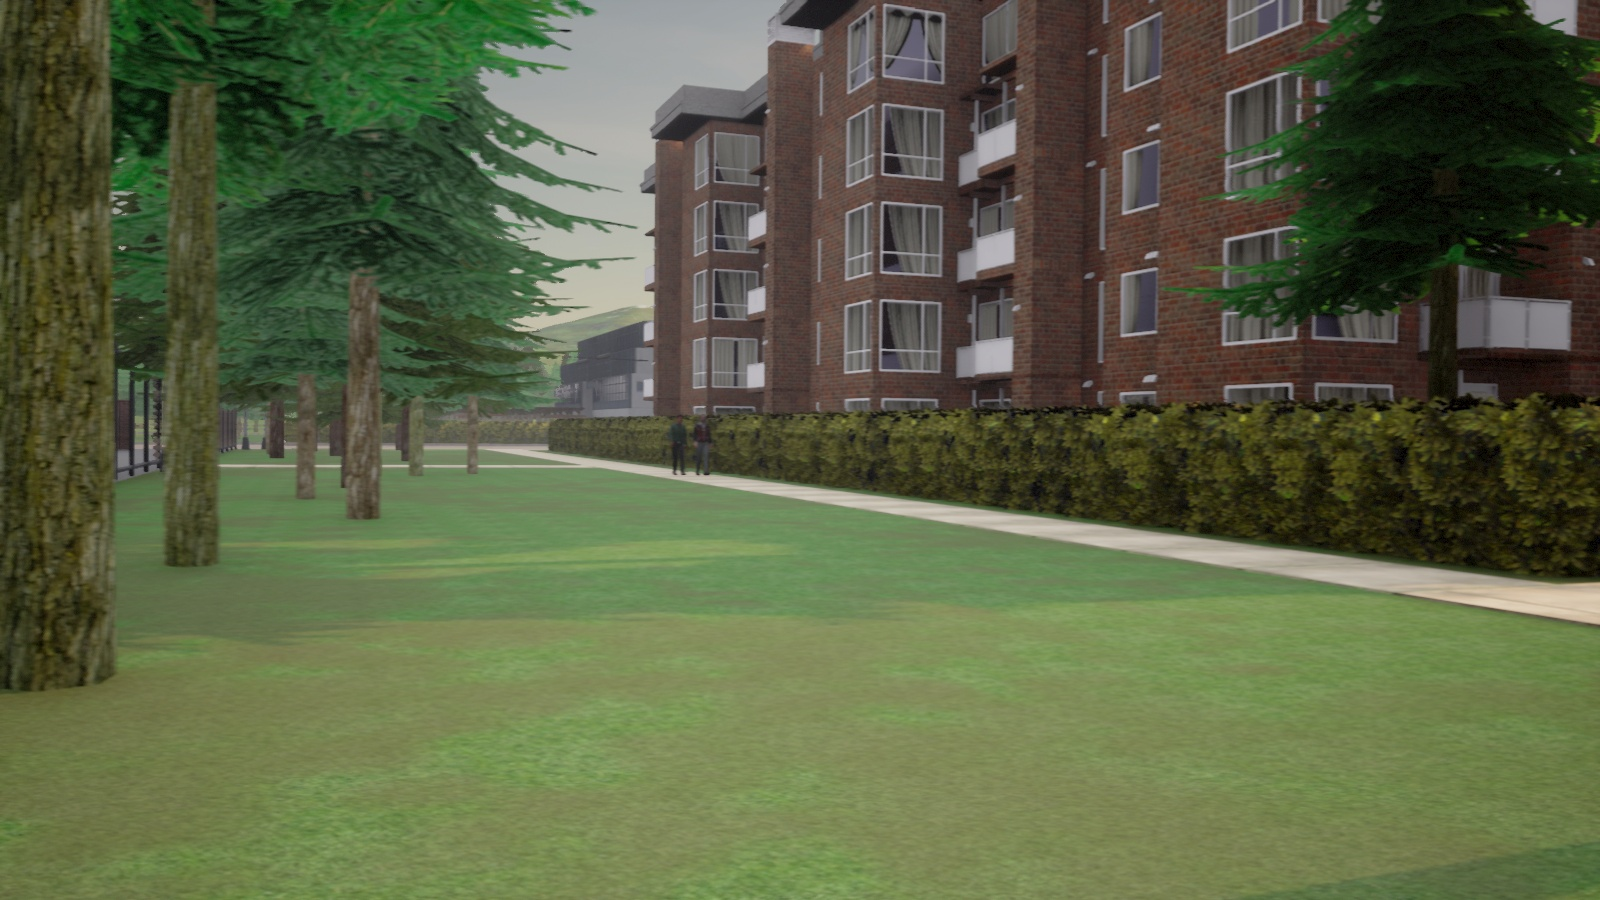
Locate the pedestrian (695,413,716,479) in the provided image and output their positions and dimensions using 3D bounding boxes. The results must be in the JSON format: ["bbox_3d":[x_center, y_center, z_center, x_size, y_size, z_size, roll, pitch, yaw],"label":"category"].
[{"bbox_3d":[-2.681,-0.124,35.662,0.376,1.854,0.720,-1,1,-21],"label":"pedestrian"}]

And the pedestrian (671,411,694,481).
[{"bbox_3d":[-3.358,-0.120,35.858,0.423,1.949,0.788,-1,1,-21],"label":"pedestrian"}]
